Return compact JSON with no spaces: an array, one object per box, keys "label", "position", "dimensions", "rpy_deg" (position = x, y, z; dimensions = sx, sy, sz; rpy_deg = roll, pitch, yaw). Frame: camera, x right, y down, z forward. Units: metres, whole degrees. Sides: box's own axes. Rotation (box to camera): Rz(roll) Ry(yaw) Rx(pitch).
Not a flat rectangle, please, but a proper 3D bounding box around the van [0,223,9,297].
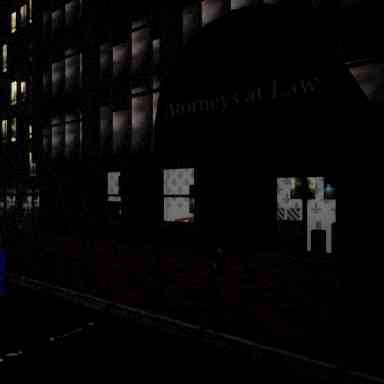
[{"label":"van","position":[-5.363,1.341,6.694],"dimensions":[3.998,1.788,1.690],"rpy_deg":[0,0,35]}]
